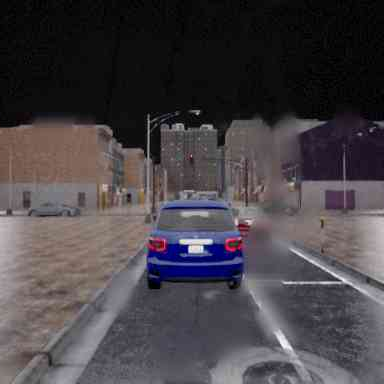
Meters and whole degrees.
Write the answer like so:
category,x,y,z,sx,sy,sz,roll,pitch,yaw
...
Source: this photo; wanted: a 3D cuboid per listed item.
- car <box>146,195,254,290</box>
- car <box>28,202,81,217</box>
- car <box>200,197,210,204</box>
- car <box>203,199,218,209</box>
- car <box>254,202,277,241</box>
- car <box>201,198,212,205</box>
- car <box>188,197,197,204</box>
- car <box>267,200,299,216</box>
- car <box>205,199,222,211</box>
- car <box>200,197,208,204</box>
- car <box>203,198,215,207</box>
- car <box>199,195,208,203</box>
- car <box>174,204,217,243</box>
category,x,y,z,sx,sy,sz,roll,pitch,yaw
car,0.053,1.227,9.256,2.150,2.045,5.566,0,0,-1
car,-11.936,1.580,29.011,4.181,1.385,1.994,0,-2,0
car,2.745,1.834,71.049,1.752,1.417,4.829,1,-1,0
car,2.717,1.701,49.130,1.947,1.339,4.313,1,0,0
car,2.682,1.457,16.946,1.967,1.590,4.097,2,0,0
car,2.737,1.824,65.442,1.947,1.339,4.313,1,-1,0
car,0.094,1.826,73.798,1.837,1.490,4.892,0,-1,0
car,7.823,1.586,32.188,4.892,1.490,1.837,0,-2,5
car,2.711,1.669,43.693,1.947,1.339,4.313,1,0,0
car,2.752,1.886,76.487,1.752,1.417,4.829,1,-1,0
car,2.725,1.698,54.736,1.752,1.417,4.829,1,0,0
car,2.763,1.728,81.757,2.192,1.841,5.009,1,-1,0
car,0.118,1.494,17.133,1.882,1.535,5.008,0,0,-1
